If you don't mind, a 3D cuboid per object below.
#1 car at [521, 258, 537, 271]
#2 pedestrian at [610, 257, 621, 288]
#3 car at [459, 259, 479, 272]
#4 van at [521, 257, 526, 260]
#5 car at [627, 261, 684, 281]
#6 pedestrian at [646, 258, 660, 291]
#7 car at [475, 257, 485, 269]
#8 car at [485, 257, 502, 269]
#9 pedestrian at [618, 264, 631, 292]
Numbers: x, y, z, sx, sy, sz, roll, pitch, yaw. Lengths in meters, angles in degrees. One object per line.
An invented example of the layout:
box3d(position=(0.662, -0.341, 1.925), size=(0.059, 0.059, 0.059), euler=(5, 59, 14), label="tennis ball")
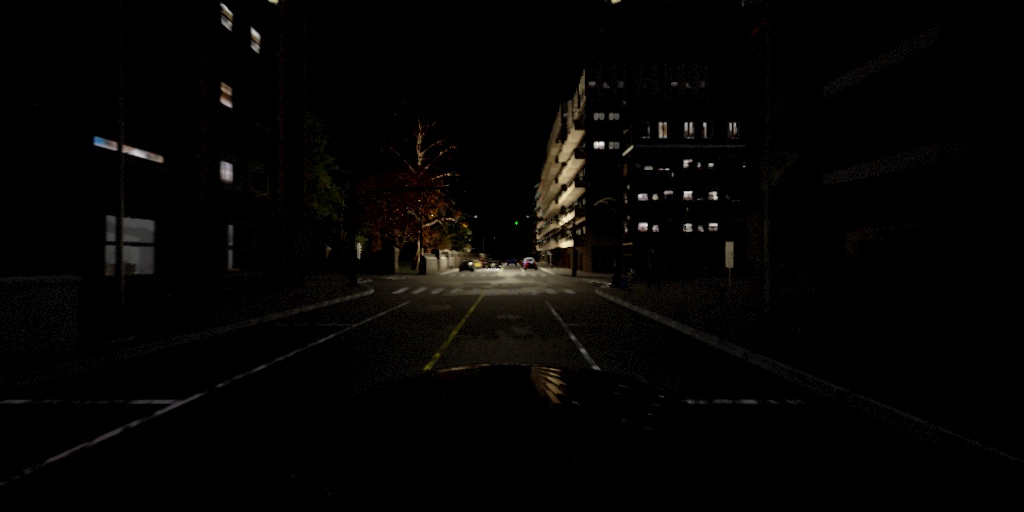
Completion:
box3d(position=(2.697, 1.345, 51.538), size=(1.888, 1.381, 4.507), euler=(0, 0, 0), label="car")
box3d(position=(5.754, 0.900, 19.582), size=(0.375, 1.860, 0.375), euler=(0, 0, 0), label="pedestrian")
box3d(position=(-5.684, 1.357, 45.909), size=(1.948, 1.339, 4.313), euler=(0, 0, 0), label="car")
box3d(position=(2.698, 1.150, 57.169), size=(1.690, 1.789, 3.998), euler=(0, 0, 0), label="van")
box3d(position=(13.454, 1.371, 33.566), size=(5.009, 1.841, 2.192), euler=(0, 0, -1), label="car")
box3d(position=(7.416, 0.930, 18.981), size=(0.375, 1.860, 0.375), euler=(0, 0, 0), label="pedestrian")
box3d(position=(-5.682, 1.335, 57.000), size=(1.751, 1.417, 4.829), euler=(0, 0, 0), label="car")
box3d(position=(-3.026, 1.305, 59.447), size=(2.128, 1.511, 4.902), euler=(0, 0, 1), label="car")
box3d(position=(5.812, 1.179, 18.380), size=(0.375, 1.300, 0.375), euler=(0, 0, 0), label="pedestrian")
